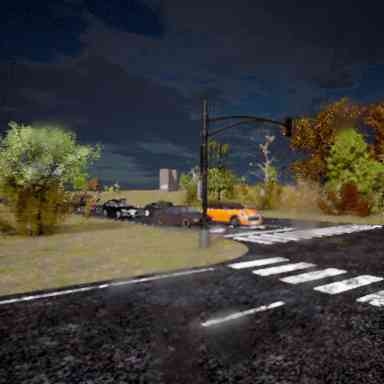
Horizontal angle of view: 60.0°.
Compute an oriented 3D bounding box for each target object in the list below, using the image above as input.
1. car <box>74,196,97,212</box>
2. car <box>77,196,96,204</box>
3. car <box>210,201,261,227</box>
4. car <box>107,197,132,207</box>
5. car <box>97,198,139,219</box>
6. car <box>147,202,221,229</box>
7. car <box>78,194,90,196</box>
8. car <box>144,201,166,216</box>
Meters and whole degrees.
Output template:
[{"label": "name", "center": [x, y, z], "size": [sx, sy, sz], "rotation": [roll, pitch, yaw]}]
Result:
[{"label": "car", "center": [-12.866, 1.610, 39.026], "size": [1.837, 1.490, 4.892], "rotation": [0, 0, -38]}, {"label": "car", "center": [-20.669, 1.576, 65.142], "size": [1.882, 1.535, 5.008], "rotation": [0, 0, -38]}, {"label": "car", "center": [2.846, 1.499, 24.195], "size": [2.097, 1.767, 4.553], "rotation": [0, 0, -38]}, {"label": "car", "center": [-11.741, 1.596, 53.723], "size": [1.882, 1.535, 5.008], "rotation": [0, 0, -38]}, {"label": "car", "center": [-6.709, 1.612, 31.139], "size": [2.128, 1.511, 4.902], "rotation": [0, 0, -38]}, {"label": "car", "center": [-0.712, 1.682, 23.466], "size": [2.033, 1.411, 5.357], "rotation": [0, 0, -38]}, {"label": "car", "center": [-15.358, 1.325, 47.544], "size": [2.150, 2.045, 5.566], "rotation": [0, 0, -37]}, {"label": "car", "center": [-2.725, 1.638, 31.318], "size": [1.837, 1.490, 4.892], "rotation": [0, 0, -38]}]
